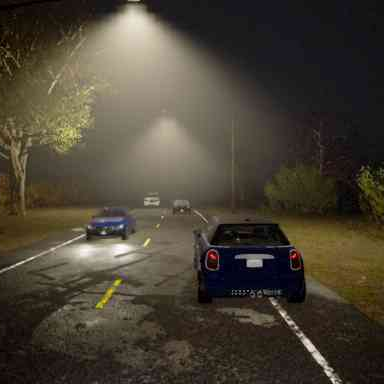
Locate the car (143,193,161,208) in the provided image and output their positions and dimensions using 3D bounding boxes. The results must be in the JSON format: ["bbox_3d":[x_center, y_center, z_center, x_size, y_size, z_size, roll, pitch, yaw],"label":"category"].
[{"bbox_3d":[-5.487,1.142,46.189,2.150,2.045,5.566,0,0,-5],"label":"car"}]

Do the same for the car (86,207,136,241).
[{"bbox_3d":[-3.941,1.511,16.864,1.812,1.442,4.674,0,0,-2],"label":"car"}]

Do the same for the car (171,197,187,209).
[{"bbox_3d":[-1.843,1.484,45.335,1.994,1.385,4.181,0,0,-5],"label":"car"}]

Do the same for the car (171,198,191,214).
[{"bbox_3d":[-1.109,1.547,35.070,1.895,1.301,4.718,0,0,-3],"label":"car"}]

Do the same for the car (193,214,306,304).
[{"bbox_3d":[1.129,1.346,8.337,2.097,1.767,4.553,0,0,-1],"label":"car"}]
